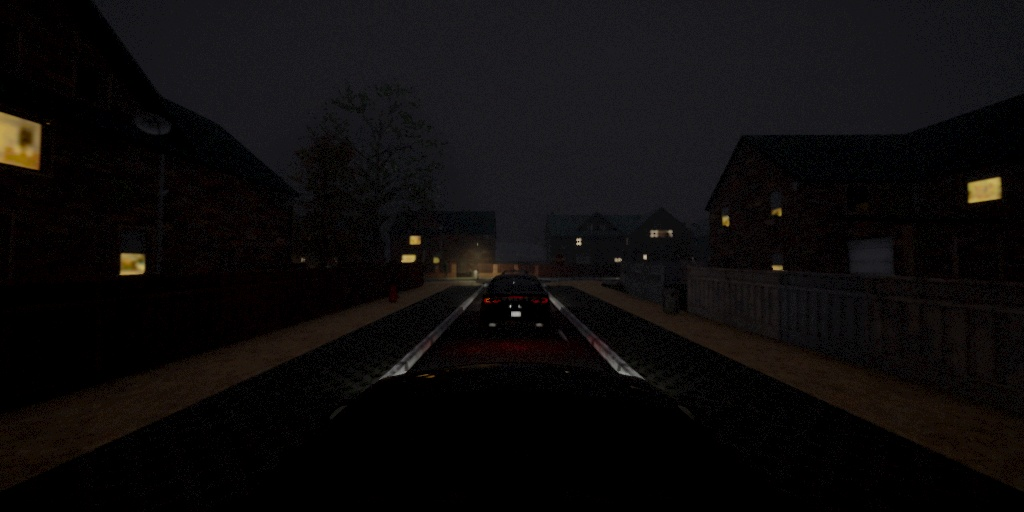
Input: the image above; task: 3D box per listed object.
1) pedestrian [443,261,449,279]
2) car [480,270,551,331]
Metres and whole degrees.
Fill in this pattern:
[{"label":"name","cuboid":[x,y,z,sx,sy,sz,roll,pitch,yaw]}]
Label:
[{"label":"pedestrian","cuboid":[-6.732,1.360,36.493,0.375,1.860,0.375,0,-1,1]},{"label":"car","cuboid":[0.096,1.297,11.270,1.882,1.535,5.008,0,-1,0]}]
